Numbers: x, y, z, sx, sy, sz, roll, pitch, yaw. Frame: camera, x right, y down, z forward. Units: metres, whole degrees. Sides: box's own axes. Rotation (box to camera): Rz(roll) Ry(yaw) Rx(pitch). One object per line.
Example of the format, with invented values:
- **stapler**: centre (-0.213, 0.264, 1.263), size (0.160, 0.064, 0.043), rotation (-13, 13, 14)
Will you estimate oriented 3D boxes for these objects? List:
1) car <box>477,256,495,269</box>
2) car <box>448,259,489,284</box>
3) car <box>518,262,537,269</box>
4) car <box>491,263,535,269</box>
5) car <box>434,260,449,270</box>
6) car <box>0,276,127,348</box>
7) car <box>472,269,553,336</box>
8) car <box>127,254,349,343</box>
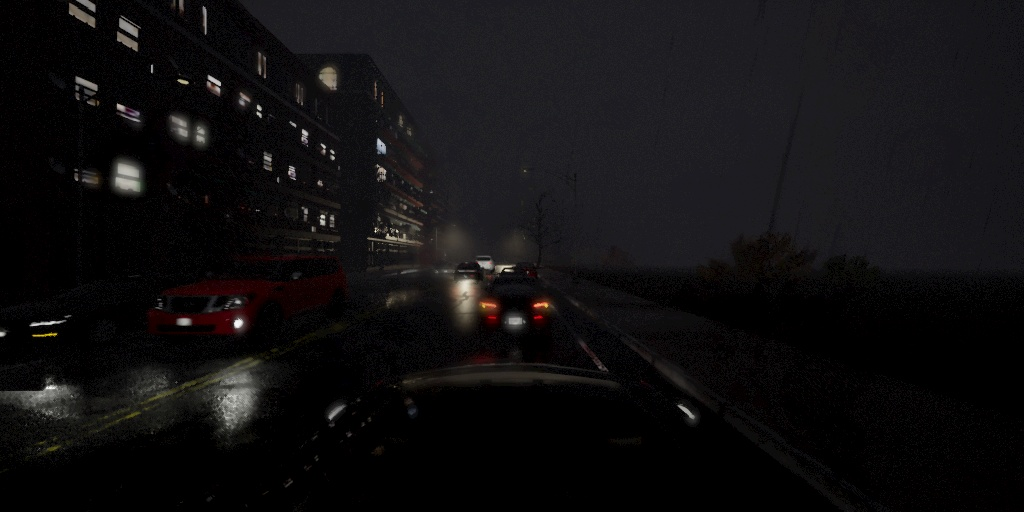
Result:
- **car**: centre (-3.240, 0.976, 43.277), size (2.150, 2.045, 5.566), rotation (0, 0, 0)
- **car**: centre (-3.206, 1.244, 27.278), size (2.128, 1.511, 4.902), rotation (0, 0, 0)
- **car**: centre (1.075, 1.231, 29.945), size (1.882, 1.535, 5.008), rotation (0, 0, 0)
- **car**: centre (0.060, 1.317, 20.417), size (1.994, 1.385, 4.181), rotation (0, 0, 0)
- **car**: centre (-9.959, 1.299, 52.382), size (2.033, 1.411, 5.357), rotation (0, 0, 0)
- **car**: centre (-9.868, 1.256, 9.333), size (1.837, 1.490, 4.892), rotation (0, 0, 0)
- **car**: centre (0.073, 1.277, 10.250), size (1.812, 1.442, 4.674), rotation (0, 0, 0)
- **car**: centre (-6.620, 0.973, 10.000), size (2.150, 2.045, 5.566), rotation (0, 0, 0)
